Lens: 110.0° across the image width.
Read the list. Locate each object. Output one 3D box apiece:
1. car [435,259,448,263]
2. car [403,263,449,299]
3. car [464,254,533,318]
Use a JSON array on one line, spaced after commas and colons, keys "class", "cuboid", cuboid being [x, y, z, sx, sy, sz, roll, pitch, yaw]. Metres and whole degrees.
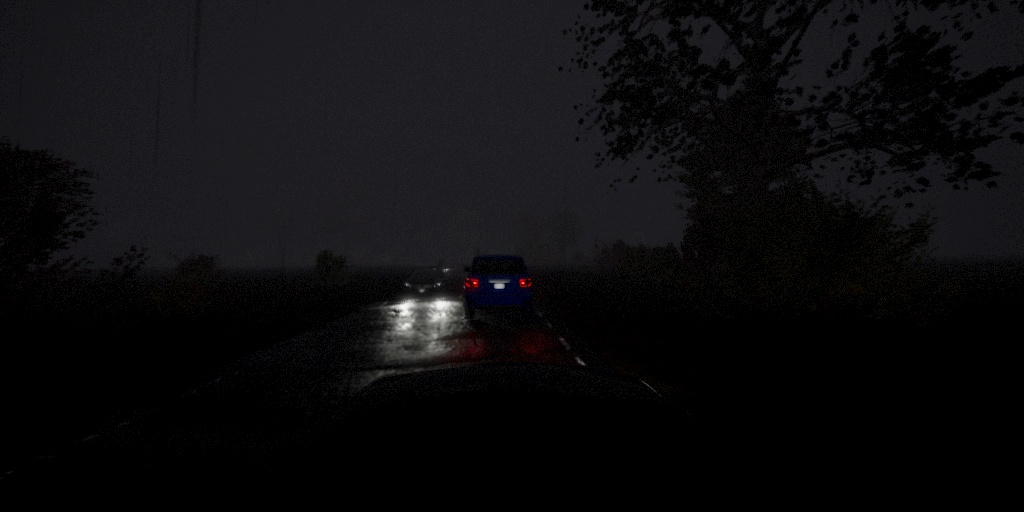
[{"class": "car", "cuboid": [-11.387, 1.231, 57.926, 1.837, 1.490, 4.892, 0, 0, -15]}, {"class": "car", "cuboid": [-4.200, 1.252, 18.101, 1.812, 1.442, 4.674, 0, 0, -6]}, {"class": "car", "cuboid": [-0.557, 0.955, 13.050, 2.150, 2.045, 5.566, 0, 0, -4]}]
